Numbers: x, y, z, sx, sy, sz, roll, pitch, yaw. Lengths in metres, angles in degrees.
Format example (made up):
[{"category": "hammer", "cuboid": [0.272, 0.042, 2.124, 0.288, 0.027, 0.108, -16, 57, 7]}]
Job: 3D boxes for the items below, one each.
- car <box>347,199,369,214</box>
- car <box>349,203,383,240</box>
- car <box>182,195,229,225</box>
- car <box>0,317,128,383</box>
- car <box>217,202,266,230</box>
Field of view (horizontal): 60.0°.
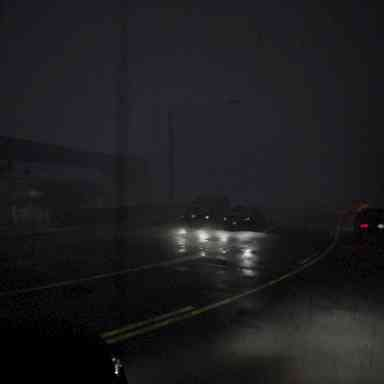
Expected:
[{"category": "car", "cuboid": [15.910, 1.409, 31.597, 1.882, 1.535, 5.008, -1, 0, 24]}, {"category": "car", "cuboid": [9.077, 1.506, 16.433, 2.033, 1.411, 5.357, -1, 0, 24]}, {"category": "car", "cuboid": [1.255, 1.263, 24.874, 2.150, 2.045, 5.566, -1, 0, 25]}, {"category": "car", "cuboid": [-2.777, 1.522, 1.871, 4.902, 1.511, 2.128, -1, 0, -33]}, {"category": "car", "cuboid": [3.465, 1.540, 21.376, 1.812, 1.442, 4.674, 0, 0, 26]}]
